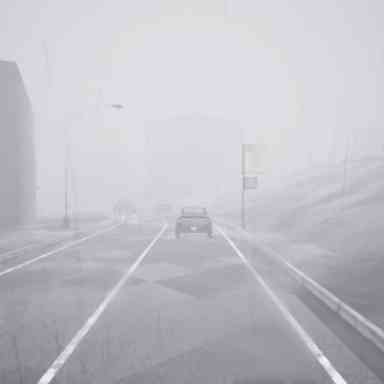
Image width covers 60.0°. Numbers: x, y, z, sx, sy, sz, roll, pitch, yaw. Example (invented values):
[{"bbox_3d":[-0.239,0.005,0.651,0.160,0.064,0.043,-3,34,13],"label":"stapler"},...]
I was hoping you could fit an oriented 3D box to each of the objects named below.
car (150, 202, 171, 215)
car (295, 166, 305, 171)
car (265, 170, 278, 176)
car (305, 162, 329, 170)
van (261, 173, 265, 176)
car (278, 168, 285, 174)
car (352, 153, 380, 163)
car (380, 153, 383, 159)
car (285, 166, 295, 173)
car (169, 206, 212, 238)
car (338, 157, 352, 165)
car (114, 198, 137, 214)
[{"bbox_3d":[-3.905,1.964,41.255,2.128,1.511,4.902,0,-1,-20],"label":"car"},{"bbox_3d":[21.372,-4.194,61.757,2.002,1.452,4.674,0,1,-1],"label":"car"},{"bbox_3d":[20.887,-4.469,83.963,2.231,1.521,4.892,0,1,-1],"label":"car"},{"bbox_3d":[21.492,-4.296,56.263,2.185,1.767,4.553,0,1,-1],"label":"car"},{"bbox_3d":[20.770,-4.742,89.358,1.878,1.987,4.442,0,0,-1],"label":"van"},{"bbox_3d":[21.128,-4.486,72.949,2.185,1.767,4.553,0,1,-1],"label":"car"},{"bbox_3d":[21.859,-3.960,39.809,2.231,1.521,4.892,0,1,-1],"label":"car"},{"bbox_3d":[22.093,-3.824,34.267,2.002,1.452,4.674,0,1,-2],"label":"car"},{"bbox_3d":[21.248,-4.426,67.430,2.185,1.767,4.553,0,1,-1],"label":"car"},{"bbox_3d":[0.073,1.554,18.197,2.128,1.511,4.902,0,-1,0],"label":"car"},{"bbox_3d":[21.730,-4.039,45.327,2.231,1.521,4.892,0,1,-1],"label":"car"},{"bbox_3d":[-8.872,1.854,43.959,2.150,2.045,5.566,0,-2,-24],"label":"car"}]
